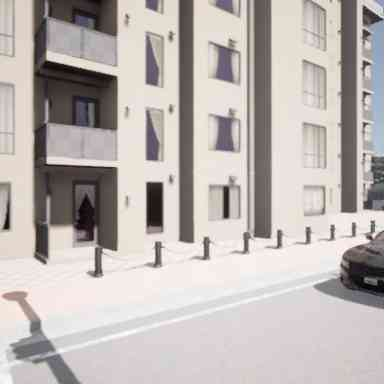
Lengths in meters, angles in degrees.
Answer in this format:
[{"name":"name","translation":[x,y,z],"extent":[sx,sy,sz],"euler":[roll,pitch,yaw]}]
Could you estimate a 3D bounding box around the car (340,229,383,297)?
[{"name":"car","translation":[5.514,1.461,7.927],"extent":[5.008,1.535,1.882],"euler":[0,0,-35]}]
